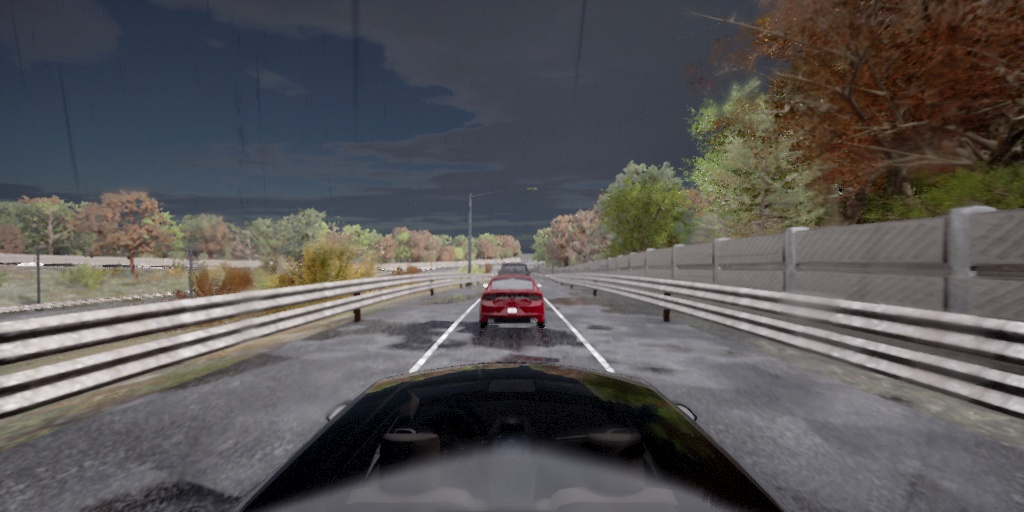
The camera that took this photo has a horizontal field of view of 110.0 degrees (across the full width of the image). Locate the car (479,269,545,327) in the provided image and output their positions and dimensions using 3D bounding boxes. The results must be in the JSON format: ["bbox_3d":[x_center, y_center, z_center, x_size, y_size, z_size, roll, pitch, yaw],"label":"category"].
[{"bbox_3d":[0.013,1.365,12.090,1.882,1.535,5.008,0,-1,0],"label":"car"}]

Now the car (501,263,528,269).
[{"bbox_3d":[0.192,1.544,24.656,2.150,2.045,5.566,0,-2,1],"label":"car"}]
